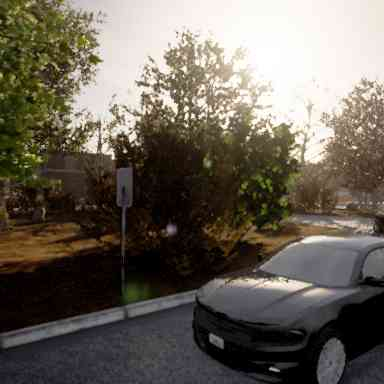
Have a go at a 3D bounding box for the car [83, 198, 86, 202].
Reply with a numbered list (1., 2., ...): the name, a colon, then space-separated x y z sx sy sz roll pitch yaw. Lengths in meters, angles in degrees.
1. car: -14.514 1.444 49.256 5.008 1.535 1.882 0 0 -30

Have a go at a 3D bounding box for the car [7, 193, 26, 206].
1. car: -20.734 1.234 38.910 2.435 2.045 5.566 0 0 -37

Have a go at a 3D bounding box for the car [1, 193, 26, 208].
1. car: -26.715 1.226 49.688 2.435 2.045 5.566 -1 0 -37

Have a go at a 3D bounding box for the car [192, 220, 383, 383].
1. car: 2.290 1.459 5.379 5.008 1.535 1.882 0 0 -37

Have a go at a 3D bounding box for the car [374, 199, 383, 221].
1. car: 10.680 1.310 15.860 2.097 1.767 4.553 0 -1 3
